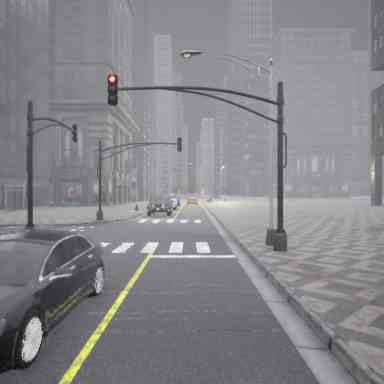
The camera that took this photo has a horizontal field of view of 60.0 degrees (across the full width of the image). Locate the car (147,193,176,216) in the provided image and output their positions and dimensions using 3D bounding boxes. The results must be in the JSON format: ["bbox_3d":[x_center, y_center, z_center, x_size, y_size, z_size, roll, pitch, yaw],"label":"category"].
[{"bbox_3d":[-3.082,1.221,32.918,2.150,2.045,5.566,0,0,0],"label":"car"}]

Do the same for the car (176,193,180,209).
[{"bbox_3d":[-3.079,1.224,43.365,2.150,2.045,5.566,0,0,0],"label":"car"}]

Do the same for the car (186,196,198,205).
[{"bbox_3d":[0.024,1.489,57.595,1.882,1.535,5.008,0,0,0],"label":"car"}]

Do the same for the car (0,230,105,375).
[{"bbox_3d":[-2.921,1.504,5.782,1.837,1.490,4.892,0,0,1],"label":"car"}]
